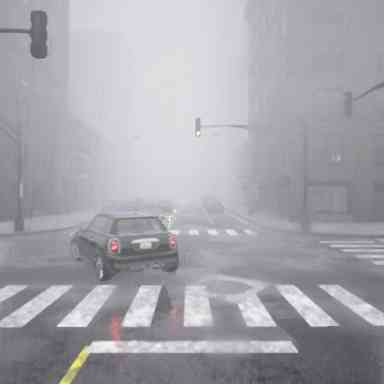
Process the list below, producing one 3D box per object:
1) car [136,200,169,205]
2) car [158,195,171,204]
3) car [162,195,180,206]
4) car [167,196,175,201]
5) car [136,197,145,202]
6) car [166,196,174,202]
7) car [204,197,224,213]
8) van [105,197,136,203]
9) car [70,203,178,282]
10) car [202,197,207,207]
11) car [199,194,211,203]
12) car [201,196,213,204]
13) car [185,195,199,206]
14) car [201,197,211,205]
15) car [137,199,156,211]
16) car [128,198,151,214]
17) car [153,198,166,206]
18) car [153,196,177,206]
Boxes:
[{"bbox_3d":[-3.123,1.625,26.745,2.033,1.411,5.357,0,0,-4],"label":"car"},{"bbox_3d":[-5.853,1.517,71.201,2.192,1.841,5.009,0,0,0],"label":"car"},{"bbox_3d":[-3.082,1.613,47.517,1.882,1.535,5.008,0,0,1],"label":"car"},{"bbox_3d":[-5.852,1.814,93.583,1.887,1.381,4.507,0,0,0],"label":"car"},{"bbox_3d":[-5.857,1.408,32.031,2.192,1.841,5.009,0,0,0],"label":"car"},{"bbox_3d":[-5.853,1.796,87.987,1.887,1.381,4.507,0,0,0],"label":"car"},{"bbox_3d":[2.670,1.634,37.819,1.752,1.417,4.829,0,0,0],"label":"car"},{"bbox_3d":[-5.857,1.418,26.434,1.690,1.788,3.998,0,0,0],"label":"van"},{"bbox_3d":[-2.248,1.381,10.253,2.097,1.767,4.553,0,0,-30],"label":"car"},{"bbox_3d":[2.671,1.674,43.243,2.008,1.369,4.403,0,0,0],"label":"car"},{"bbox_3d":[2.671,1.470,54.432,2.192,1.841,5.009,0,0,0],"label":"car"},{"bbox_3d":[2.671,1.705,48.837,1.947,1.339,4.313,0,0,0],"label":"car"},{"bbox_3d":[0.058,1.689,57.465,1.812,1.442,4.674,0,0,0],"label":"car"},{"bbox_3d":[2.672,1.768,65.620,1.802,1.307,4.206,0,0,0],"label":"car"},{"bbox_3d":[-5.856,1.669,43.221,1.887,1.381,4.507,0,0,0],"label":"car"},{"bbox_3d":[-5.856,1.548,37.626,1.967,1.590,4.097,0,0,0],"label":"car"},{"bbox_3d":[-5.854,1.721,60.009,2.008,1.369,4.403,0,0,0],"label":"car"},{"bbox_3d":[-3.097,1.584,37.072,1.882,1.535,5.008,0,0,0],"label":"car"}]
